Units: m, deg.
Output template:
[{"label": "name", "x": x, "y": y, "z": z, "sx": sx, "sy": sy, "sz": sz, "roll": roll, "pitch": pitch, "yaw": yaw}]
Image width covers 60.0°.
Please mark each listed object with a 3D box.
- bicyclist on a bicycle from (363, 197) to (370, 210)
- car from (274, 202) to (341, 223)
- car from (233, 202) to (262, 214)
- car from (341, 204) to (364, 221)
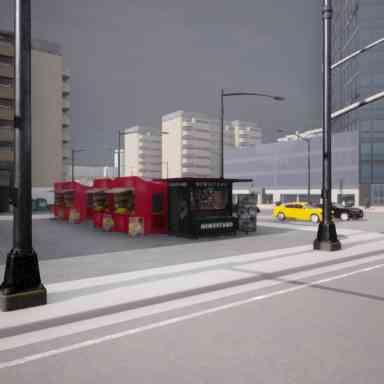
[{"label": "bicyclist on a bicycle", "x": 22.311, "y": 1.466, "z": 42.485, "sx": 1.656, "sy": 1.620, "sz": 0.582, "roll": 0, "pitch": 0, "yaw": -36}, {"label": "car", "x": 8.952, "y": 1.589, "z": 26.846, "sx": 1.882, "sy": 1.535, "sz": 5.008, "roll": 0, "pitch": -1, "yaw": -38}, {"label": "car", "x": 5.738, "y": 1.802, "z": 37.274, "sx": 1.994, "sy": 1.385, "sz": 4.181, "roll": 0, "pitch": -1, "yaw": -36}, {"label": "car", "x": 12.056, "y": 1.587, "z": 28.562, "sx": 1.882, "sy": 1.535, "sz": 5.008, "roll": 0, "pitch": -1, "yaw": -36}]
